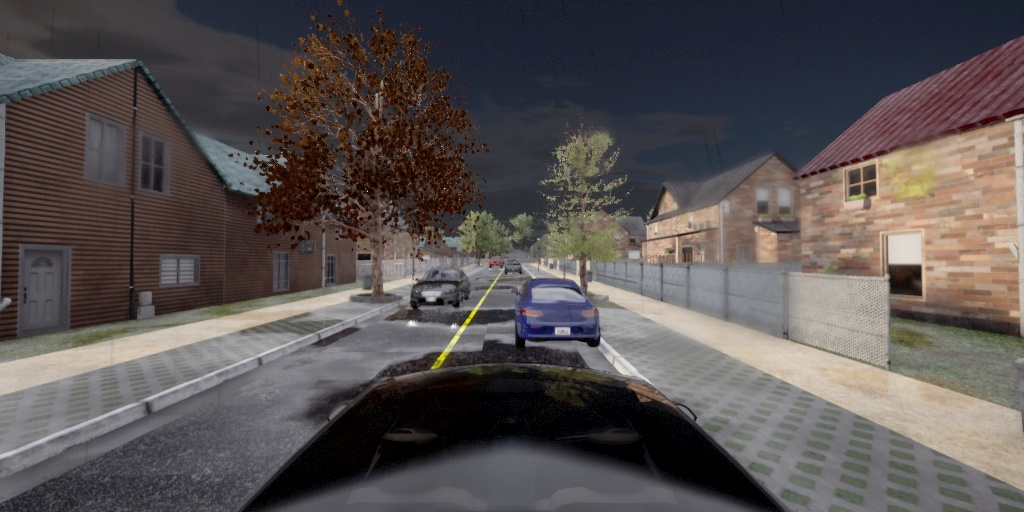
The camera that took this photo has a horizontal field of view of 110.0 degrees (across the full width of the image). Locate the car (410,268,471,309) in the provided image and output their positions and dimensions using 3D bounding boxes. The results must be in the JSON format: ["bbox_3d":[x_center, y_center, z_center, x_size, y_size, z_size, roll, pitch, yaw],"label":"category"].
[{"bbox_3d":[-2.826,1.247,14.980,2.128,1.511,4.902,0,0,0],"label":"car"}]

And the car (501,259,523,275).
[{"bbox_3d":[0.146,1.263,40.041,2.128,1.511,4.902,0,0,0],"label":"car"}]

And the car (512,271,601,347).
[{"bbox_3d":[0.977,1.279,9.186,1.812,1.442,4.674,0,0,0],"label":"car"}]

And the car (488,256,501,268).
[{"bbox_3d":[-2.728,1.020,60.277,2.150,2.045,5.566,0,-1,1],"label":"car"}]
